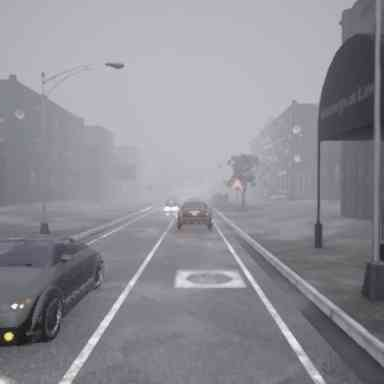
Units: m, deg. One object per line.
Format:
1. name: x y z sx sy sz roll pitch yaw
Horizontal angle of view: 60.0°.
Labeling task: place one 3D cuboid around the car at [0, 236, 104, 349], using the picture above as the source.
1. car: -3.082 1.563 6.301 1.994 1.385 4.181 0 0 0

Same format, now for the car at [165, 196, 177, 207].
1. car: -2.917 1.347 49.439 2.128 1.511 4.902 0 0 0

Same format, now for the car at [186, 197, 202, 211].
1. car: 0.221 1.408 40.281 1.837 1.490 4.892 0 0 0

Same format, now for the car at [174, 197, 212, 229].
1. car: 0.166 1.325 21.737 2.097 1.767 4.553 0 0 0
